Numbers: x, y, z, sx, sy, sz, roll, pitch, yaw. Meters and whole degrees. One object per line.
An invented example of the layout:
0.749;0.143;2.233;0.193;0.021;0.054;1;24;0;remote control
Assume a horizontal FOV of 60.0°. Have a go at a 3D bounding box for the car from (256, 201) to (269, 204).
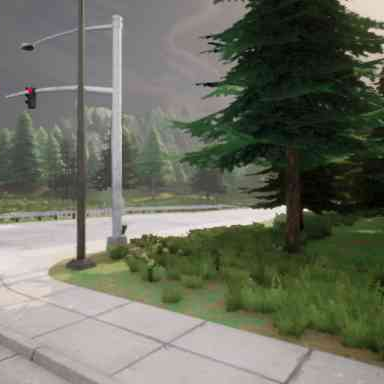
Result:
10.559;1.564;46.040;1.895;1.301;4.718;0;0;37;car
